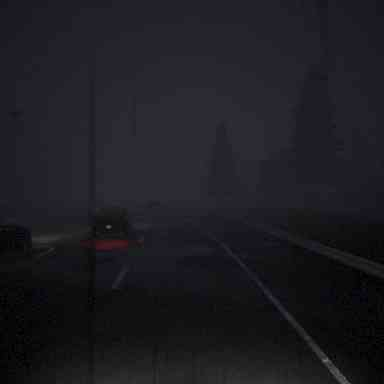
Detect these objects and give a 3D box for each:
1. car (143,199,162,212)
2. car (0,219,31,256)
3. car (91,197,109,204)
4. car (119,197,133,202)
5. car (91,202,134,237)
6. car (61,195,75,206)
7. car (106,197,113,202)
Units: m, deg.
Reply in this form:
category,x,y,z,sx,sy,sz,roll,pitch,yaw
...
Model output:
category,x,y,z,sx,sy,sz,roll,pitch,yaw
car,-4.841,1.591,40.622,1.837,1.490,4.892,0,0,-15
car,-7.171,1.609,11.281,2.128,1.511,4.902,-1,0,-5
car,-13.154,1.821,46.524,1.895,1.301,4.718,-1,0,-18
car,-12.825,1.697,64.561,1.882,1.535,5.008,0,0,-23
car,-4.353,1.551,18.619,1.882,1.535,5.008,0,0,-7
car,-23.233,1.606,62.521,2.150,2.045,5.566,0,0,-25
car,-16.446,1.781,64.118,1.837,1.490,4.892,0,-1,-24
